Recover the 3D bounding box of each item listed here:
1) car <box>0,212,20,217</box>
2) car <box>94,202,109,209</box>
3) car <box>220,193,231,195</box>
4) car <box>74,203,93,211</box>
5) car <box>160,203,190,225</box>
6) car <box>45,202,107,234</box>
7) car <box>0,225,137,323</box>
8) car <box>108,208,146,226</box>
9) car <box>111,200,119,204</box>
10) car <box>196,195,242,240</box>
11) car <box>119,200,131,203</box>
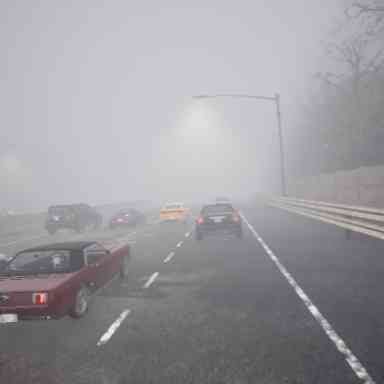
[{"bbox_3d":[-18.290,2.907,33.123,1.895,1.301,4.718,-4,0,5],"label":"car"},{"bbox_3d":[-21.170,3.079,77.649,1.812,1.442,4.674,-4,0,5],"label":"car"},{"bbox_3d":[3.586,1.293,41.441,1.837,1.490,4.892,-4,0,5],"label":"car"},{"bbox_3d":[-24.809,3.340,76.175,2.128,1.511,4.902,-4,0,5],"label":"car"},{"bbox_3d":[-1.251,1.586,25.663,1.882,1.535,5.008,-4,0,5],"label":"car"},{"bbox_3d":[-8.430,1.828,24.057,2.150,2.045,5.566,-4,0,5],"label":"car"},{"bbox_3d":[-2.868,1.805,7.753,1.895,1.301,4.718,-4,0,5],"label":"car"},{"bbox_3d":[-4.802,1.919,25.096,1.994,1.385,4.181,-4,0,5],"label":"car"},{"bbox_3d":[-17.662,2.753,77.739,2.128,1.511,4.902,-4,0,5],"label":"car"},{"bbox_3d":[1.342,1.269,16.833,2.097,1.767,4.553,-4,0,5],"label":"car"},{"bbox_3d":[-14.376,2.638,75.223,1.994,1.385,4.181,-4,0,5],"label":"car"}]
